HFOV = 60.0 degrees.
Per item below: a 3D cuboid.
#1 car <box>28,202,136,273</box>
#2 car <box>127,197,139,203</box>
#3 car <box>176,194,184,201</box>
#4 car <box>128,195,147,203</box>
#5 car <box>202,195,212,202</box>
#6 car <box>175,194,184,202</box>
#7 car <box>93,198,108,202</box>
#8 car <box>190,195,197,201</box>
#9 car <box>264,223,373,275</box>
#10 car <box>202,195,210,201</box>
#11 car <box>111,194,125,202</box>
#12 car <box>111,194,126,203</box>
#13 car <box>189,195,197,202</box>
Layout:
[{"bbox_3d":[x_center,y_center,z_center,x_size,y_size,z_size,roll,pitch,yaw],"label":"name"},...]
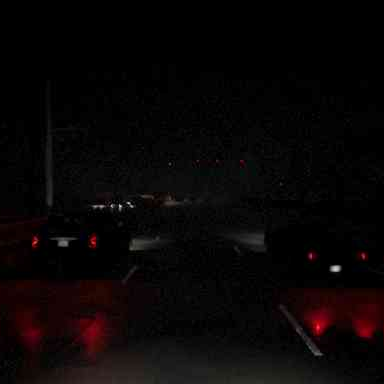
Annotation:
[{"bbox_3d":[-3.394,1.385,10.935,2.097,1.767,4.553,0,0,1],"label":"car"},{"bbox_3d":[-13.743,1.788,78.101,1.994,1.385,4.181,0,0,0],"label":"car"},{"bbox_3d":[-3.199,1.466,91.153,2.097,1.767,4.553,0,0,0],"label":"car"},{"bbox_3d":[-10.312,1.541,62.618,2.097,1.767,4.553,0,0,1],"label":"car"},{"bbox_3d":[3.766,1.780,80.739,2.033,1.411,5.357,0,0,0],"label":"car"},{"bbox_3d":[-3.234,1.738,80.762,1.837,1.490,4.892,0,0,0],"label":"car"},{"bbox_3d":[-17.306,1.750,62.828,1.994,1.385,4.181,0,0,1],"label":"car"},{"bbox_3d":[0.301,1.589,91.171,1.882,1.535,5.008,0,0,0],"label":"car"},{"bbox_3d":[3.604,1.634,10.525,1.895,1.301,4.718,0,0,1],"label":"car"},{"bbox_3d":[3.801,1.652,91.159,2.033,1.411,5.357,0,0,0],"label":"car"},{"bbox_3d":[-13.810,1.691,62.491,1.837,1.490,4.892,0,0,1],"label":"car"},{"bbox_3d":[-17.242,1.460,78.270,2.150,2.045,5.566,0,0,0],"label":"car"},{"bbox_3d":[0.266,1.739,80.751,1.837,1.490,4.892,0,0,0],"label":"car"}]
